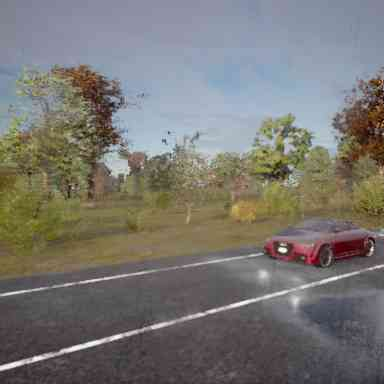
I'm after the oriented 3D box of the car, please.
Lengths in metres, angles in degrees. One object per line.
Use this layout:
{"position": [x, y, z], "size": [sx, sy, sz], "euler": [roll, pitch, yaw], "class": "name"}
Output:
{"position": [4.389, 1.580, 11.309], "size": [4.181, 1.385, 1.994], "euler": [0, 0, -36], "class": "car"}
